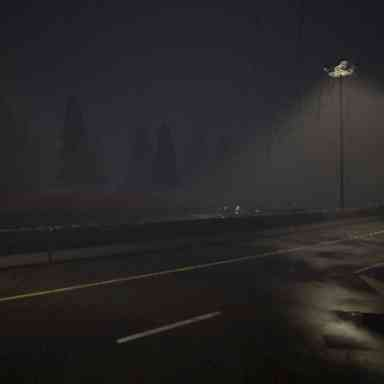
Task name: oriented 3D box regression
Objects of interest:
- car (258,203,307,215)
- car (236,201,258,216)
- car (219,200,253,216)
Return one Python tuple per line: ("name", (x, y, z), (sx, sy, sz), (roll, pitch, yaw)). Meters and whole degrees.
("car", (8.374, 1.733, 29.333), (4.902, 1.511, 2.128), (0, -1, -44))
("car", (6.691, 1.853, 32.579), (4.181, 1.385, 1.994), (0, -1, -44))
("car", (5.474, 1.687, 36.297), (2.097, 1.767, 4.553), (-1, -1, 45))
